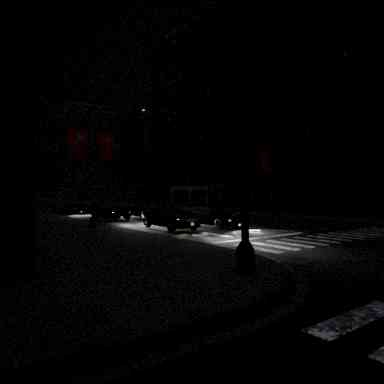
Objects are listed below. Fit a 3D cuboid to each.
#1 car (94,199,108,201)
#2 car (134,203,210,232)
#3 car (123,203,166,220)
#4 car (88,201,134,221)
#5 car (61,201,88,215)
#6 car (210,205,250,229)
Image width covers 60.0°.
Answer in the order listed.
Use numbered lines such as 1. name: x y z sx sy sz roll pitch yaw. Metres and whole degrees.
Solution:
1. car: -10.537 1.631 38.921 2.128 1.511 4.902 0 0 -36
2. car: -1.410 1.547 20.646 2.128 1.511 4.902 0 0 -36
3. car: -4.465 1.700 30.456 1.895 1.301 4.718 0 0 -36
4. car: -6.857 1.693 28.221 1.895 1.301 4.718 0 0 -36
5. car: -13.037 1.680 36.832 2.033 1.411 5.357 0 0 -35
6. car: 1.431 1.608 22.324 2.033 1.411 5.357 0 0 -33
